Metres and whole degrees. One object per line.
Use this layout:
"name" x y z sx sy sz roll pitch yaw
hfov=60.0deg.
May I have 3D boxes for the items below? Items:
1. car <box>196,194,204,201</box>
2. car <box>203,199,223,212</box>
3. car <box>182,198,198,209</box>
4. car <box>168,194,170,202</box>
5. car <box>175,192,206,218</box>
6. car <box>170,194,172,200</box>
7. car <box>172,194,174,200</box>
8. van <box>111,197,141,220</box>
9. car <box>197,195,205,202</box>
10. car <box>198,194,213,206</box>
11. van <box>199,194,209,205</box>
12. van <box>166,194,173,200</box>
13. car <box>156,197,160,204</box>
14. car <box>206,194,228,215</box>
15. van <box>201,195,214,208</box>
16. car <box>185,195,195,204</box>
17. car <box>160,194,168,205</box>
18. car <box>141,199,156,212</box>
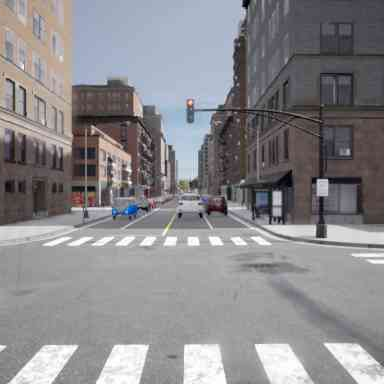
"car" 1.954 1.425 82.128 1.967 1.590 4.097 0 0 -1
"car" 2.380 1.545 38.880 2.008 1.369 4.403 0 0 -1
"car" -0.280 1.541 45.974 2.033 1.411 5.357 0 0 0
"car" -5.959 1.539 65.837 2.008 1.369 4.403 0 0 -1
"car" -0.145 1.210 30.593 2.150 2.045 5.566 0 -1 0
"car" -6.006 1.553 71.243 1.947 1.339 4.313 0 0 -1
"car" -6.053 1.301 76.649 2.192 1.841 5.009 0 0 -1
"van" -5.630 1.337 27.995 1.690 1.788 3.998 0 0 -1
"car" 2.006 1.511 76.892 1.752 1.417 4.829 0 0 -1
"car" 2.220 1.306 55.099 2.192 1.841 5.009 0 0 -1
"van" 2.167 1.331 60.505 1.690 1.788 3.998 0 0 -1
"van" -6.193 1.323 92.867 1.690 1.788 3.998 0 0 -1
"car" -5.771 1.538 44.213 1.887 1.381 4.507 0 0 -1
"car" 2.434 1.310 33.474 2.192 1.841 5.009 0 0 -1
"van" 2.274 1.333 49.692 1.690 1.788 3.998 0 0 -1
"car" -0.475 1.466 66.131 1.882 1.535 5.008 0 0 0
"car" -5.910 1.515 60.262 1.752 1.417 4.829 0 0 -1
"car" -5.724 1.560 38.807 1.947 1.339 4.313 0 0 -1
